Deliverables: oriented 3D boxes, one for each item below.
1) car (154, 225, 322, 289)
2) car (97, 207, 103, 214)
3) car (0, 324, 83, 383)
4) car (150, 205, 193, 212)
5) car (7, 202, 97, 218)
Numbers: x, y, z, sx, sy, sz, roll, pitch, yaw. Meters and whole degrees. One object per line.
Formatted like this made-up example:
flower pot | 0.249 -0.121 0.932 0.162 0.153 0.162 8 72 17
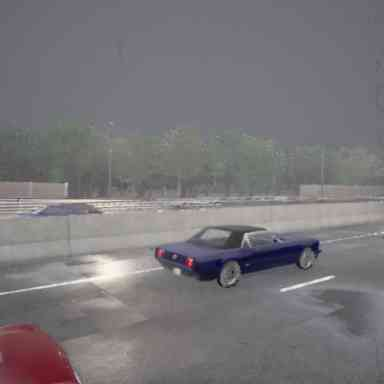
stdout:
car | 1.454 1.560 9.090 4.718 1.301 1.895 0 0 -36
car | -8.711 1.485 23.569 4.674 1.442 1.812 0 0 -35
car | -2.943 1.612 1.648 4.718 1.301 1.895 0 0 -35
car | -1.356 1.499 20.207 4.181 1.385 1.994 0 0 -35
car | -8.336 1.498 19.539 4.674 1.442 1.812 0 0 -35
